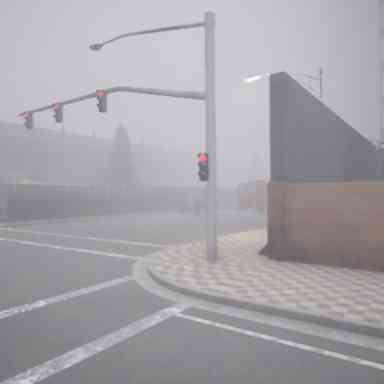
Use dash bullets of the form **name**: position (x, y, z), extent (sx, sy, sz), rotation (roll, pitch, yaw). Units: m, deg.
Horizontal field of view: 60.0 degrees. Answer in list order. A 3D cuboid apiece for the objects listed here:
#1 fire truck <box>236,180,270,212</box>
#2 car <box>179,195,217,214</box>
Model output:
- **fire truck**: position (8.926, 0.478, 43.220), extent (2.891, 3.827, 8.468), rotation (-1, 0, 36)
- **car**: position (0.795, 1.405, 38.016), extent (2.150, 2.045, 5.566), rotation (-1, 0, 36)
